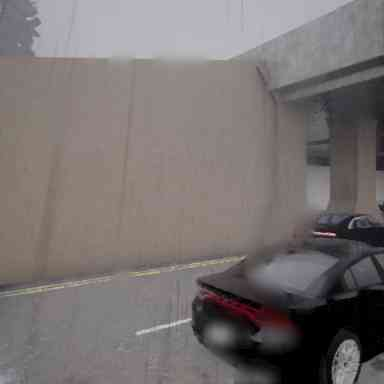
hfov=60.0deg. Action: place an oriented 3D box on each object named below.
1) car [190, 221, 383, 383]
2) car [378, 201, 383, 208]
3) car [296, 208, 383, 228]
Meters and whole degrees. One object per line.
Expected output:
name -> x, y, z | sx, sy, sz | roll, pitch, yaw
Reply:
car -> 2.323, 1.481, 5.240 | 5.008, 1.535, 1.882 | 0, 0, -35
car -> 20.780, 1.628, 35.555 | 4.718, 1.301, 1.895 | 0, 0, -35
car -> 5.678, 1.498, 11.899 | 4.902, 1.511, 2.128 | 0, 0, -35
